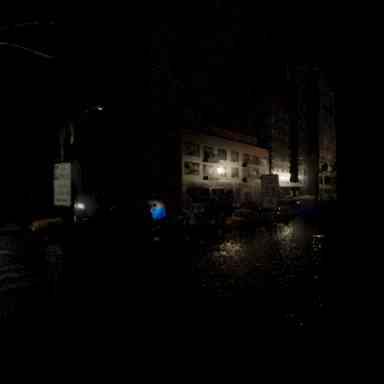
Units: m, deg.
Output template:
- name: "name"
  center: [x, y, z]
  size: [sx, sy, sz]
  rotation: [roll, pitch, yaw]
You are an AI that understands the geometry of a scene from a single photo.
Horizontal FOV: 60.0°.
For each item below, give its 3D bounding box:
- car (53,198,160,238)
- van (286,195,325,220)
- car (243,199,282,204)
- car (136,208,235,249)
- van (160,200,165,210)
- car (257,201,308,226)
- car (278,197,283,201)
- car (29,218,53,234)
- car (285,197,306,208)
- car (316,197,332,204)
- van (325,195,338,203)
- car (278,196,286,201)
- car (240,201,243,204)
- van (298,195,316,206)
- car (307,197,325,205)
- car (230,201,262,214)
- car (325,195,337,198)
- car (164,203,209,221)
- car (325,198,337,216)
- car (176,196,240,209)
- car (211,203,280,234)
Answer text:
- name: "car"
  center: [-4.640, 1.351, 18.981]
  size: [2.150, 2.045, 5.566]
  rotation: [-1, 0, 36]
- name: "van"
  center: [9.865, 1.424, 28.791]
  size: [1.690, 1.788, 3.998]
  rotation: [0, 0, 36]
- name: "car"
  center: [7.539, 1.724, 35.697]
  size: [1.895, 1.301, 4.718]
  rotation: [-1, 0, 36]
- name: "car"
  center: [-0.138, 1.636, 15.038]
  size: [2.008, 1.369, 4.403]
  rotation: [-1, 0, 36]
- name: "van"
  center: [-3.709, 1.490, 24.624]
  size: [1.690, 1.788, 3.998]
  rotation: [-1, 0, 36]
- name: "car"
  center: [6.631, 1.611, 24.343]
  size: [1.752, 1.417, 4.829]
  rotation: [0, 0, 36]
- name: "car"
  center: [9.632, 1.701, 42.962]
  size: [1.947, 1.339, 4.313]
  rotation: [0, 0, 36]
- name: "car"
  center: [-7.143, 1.673, 19.901]
  size: [1.752, 1.417, 4.829]
  rotation: [-1, 0, 36]
- name: "car"
  center: [16.301, 1.565, 52.133]
  size: [1.967, 1.590, 4.097]
  rotation: [0, 0, 36]
- name: "car"
  center: [26.206, 1.633, 65.750]
  size: [1.752, 1.417, 4.829]
  rotation: [0, 0, 36]
- name: "van"
  center: [29.640, 1.442, 70.472]
  size: [1.690, 1.788, 3.998]
  rotation: [0, 0, 36]
- name: "car"
  center: [12.966, 1.445, 47.548]
  size: [2.192, 1.841, 5.009]
  rotation: [0, 0, 36]
- name: "car"
  center: [2.963, 1.696, 33.794]
  size: [2.008, 1.369, 4.403]
  rotation: [0, 0, 36]
- name: "van"
  center: [19.635, 1.460, 56.718]
  size: [1.690, 1.788, 3.998]
  rotation: [0, 0, 36]
- name: "car"
  center: [22.971, 1.664, 61.302]
  size: [2.008, 1.369, 4.403]
  rotation: [0, 0, 36]
- name: "car"
  center: [6.298, 1.706, 38.378]
  size: [1.947, 1.339, 4.313]
  rotation: [0, 0, 36]
- name: "car"
  center: [16.532, 1.388, 37.958]
  size: [2.192, 1.841, 5.009]
  rotation: [0, 0, 36]
- name: "car"
  center: [-0.372, 1.730, 29.209]
  size: [1.802, 1.307, 4.206]
  rotation: [-1, 0, 36]
- name: "car"
  center: [13.200, 1.629, 33.374]
  size: [2.008, 1.369, 4.403]
  rotation: [0, 0, 36]
- name: "car"
  center: [1.458, 1.351, 27.358]
  size: [2.150, 2.045, 5.566]
  rotation: [-1, 0, 36]
- name: "car"
  center: [3.296, 1.612, 19.758]
  size: [1.752, 1.417, 4.829]
  rotation: [0, 0, 36]
